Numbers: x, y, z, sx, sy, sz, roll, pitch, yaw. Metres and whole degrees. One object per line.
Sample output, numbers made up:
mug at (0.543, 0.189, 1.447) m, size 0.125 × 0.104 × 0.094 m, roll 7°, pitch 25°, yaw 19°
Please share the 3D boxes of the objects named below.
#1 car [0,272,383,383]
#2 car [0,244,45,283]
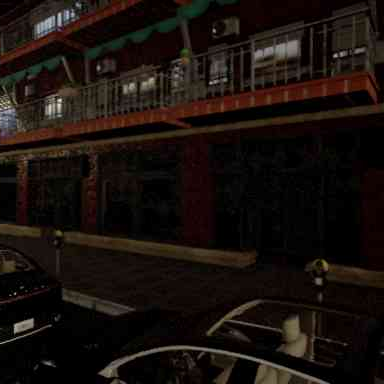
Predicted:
car at (0.466, 1.553, 2.532) m, size 4.403 × 1.369 × 2.008 m, roll 0°, pitch 0°, yaw 35°
car at (-4.031, 1.569, 5.739) m, size 4.403 × 1.369 × 2.008 m, roll 0°, pitch 0°, yaw 35°
